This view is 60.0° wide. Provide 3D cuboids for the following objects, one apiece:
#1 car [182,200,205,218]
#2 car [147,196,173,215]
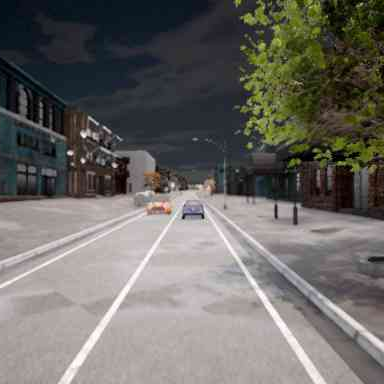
[{"bbox_3d":[0.106,1.401,28.071,2.033,1.411,5.357,0,0,0],"label":"car"},{"bbox_3d":[-2.994,1.187,31.490,2.097,1.767,4.553,0,0,0],"label":"car"}]
